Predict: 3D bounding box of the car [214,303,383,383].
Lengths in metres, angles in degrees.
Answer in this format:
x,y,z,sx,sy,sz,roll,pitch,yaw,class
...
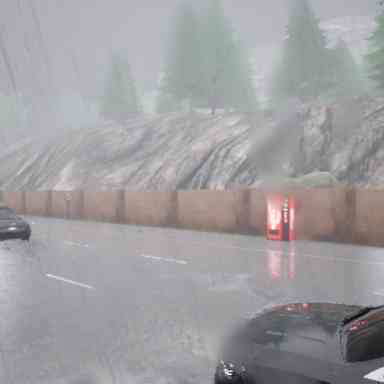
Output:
x,y,z,sx,sy,sz,roll,pitch,yaw,class
2.478,1.505,2.355,4.892,1.490,1.837,0,0,34,car

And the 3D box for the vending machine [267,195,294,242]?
x,y,z,sx,sy,sz,roll,pitch,yaw,class
4.200,1.195,15.695,0.880,2.100,1.100,0,0,37,vending machine

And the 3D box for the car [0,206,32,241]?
x,y,z,sx,sy,sz,roll,pitch,yaw,class
-9.372,1.564,15.673,4.181,1.385,1.994,0,0,38,car

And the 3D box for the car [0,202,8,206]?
x,y,z,sx,sy,sz,roll,pitch,yaw,class
-15.067,1.504,24.749,4.892,1.490,1.837,0,0,39,car
